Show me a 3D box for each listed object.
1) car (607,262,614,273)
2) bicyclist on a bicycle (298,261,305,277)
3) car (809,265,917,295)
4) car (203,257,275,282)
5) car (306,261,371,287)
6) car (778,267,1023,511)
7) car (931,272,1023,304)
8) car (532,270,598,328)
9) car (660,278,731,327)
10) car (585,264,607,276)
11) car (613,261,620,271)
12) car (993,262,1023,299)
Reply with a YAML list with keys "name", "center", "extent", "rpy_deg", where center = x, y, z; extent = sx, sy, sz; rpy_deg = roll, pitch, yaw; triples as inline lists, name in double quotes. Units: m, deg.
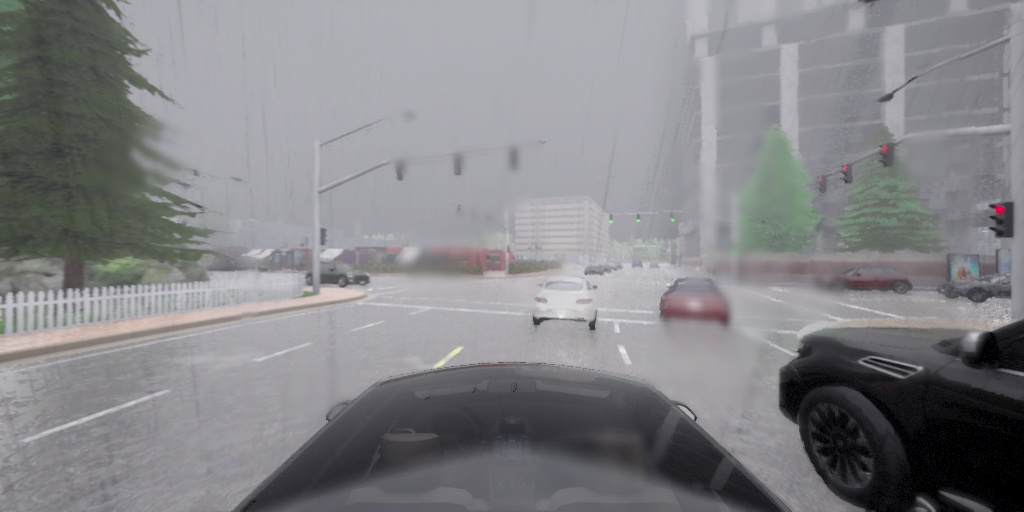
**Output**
- name: "car"
  center: [13.365, 1.820, 52.346]
  extent: [1.895, 1.301, 4.718]
  rpy_deg: [0, 0, 21]
- name: "bicyclist on a bicycle"
  center: [-21.280, 1.361, 36.263]
  extent: [0.582, 1.620, 1.656]
  rpy_deg: [1, 0, -30]
- name: "car"
  center: [22.584, 1.479, 23.329]
  extent: [4.553, 1.767, 2.097]
  rpy_deg: [0, 0, 22]
- name: "car"
  center: [-22.295, 1.073, 29.595]
  extent: [5.566, 2.045, 2.150]
  rpy_deg: [0, 0, 22]
- name: "car"
  center: [-12.387, 1.245, 25.643]
  extent: [4.553, 1.767, 2.097]
  rpy_deg: [0, 0, 22]
- name: "car"
  center: [3.782, 0.998, 1.239]
  extent: [2.150, 2.045, 5.566]
  rpy_deg: [0, 0, 0]
- name: "car"
  center: [25.375, 1.637, 18.434]
  extent: [4.674, 1.442, 1.812]
  rpy_deg: [0, 0, 21]
- name: "car"
  center: [1.804, 1.363, 11.739]
  extent: [1.812, 1.442, 4.674]
  rpy_deg: [0, 0, 12]
- name: "car"
  center: [6.290, 1.442, 12.330]
  extent: [1.994, 1.385, 4.181]
  rpy_deg: [0, -1, 27]
- name: "car"
  center: [10.152, 1.699, 44.084]
  extent: [1.994, 1.385, 4.181]
  rpy_deg: [0, 0, 21]
- name: "car"
  center: [17.075, 1.841, 61.756]
  extent: [1.812, 1.442, 4.674]
  rpy_deg: [0, 0, 22]
- name: "car"
  center: [31.497, 1.386, 19.800]
  extent: [5.566, 2.045, 2.150]
  rpy_deg: [0, 0, 22]
